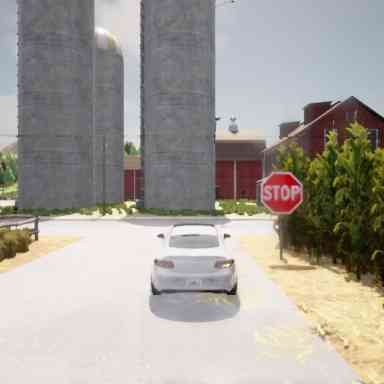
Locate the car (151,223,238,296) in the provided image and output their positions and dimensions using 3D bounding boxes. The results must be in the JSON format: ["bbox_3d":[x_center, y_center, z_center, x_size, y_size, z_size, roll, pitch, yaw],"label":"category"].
[{"bbox_3d":[0.049,1.521,8.510,1.812,1.442,4.674,0,0,0],"label":"car"}]
